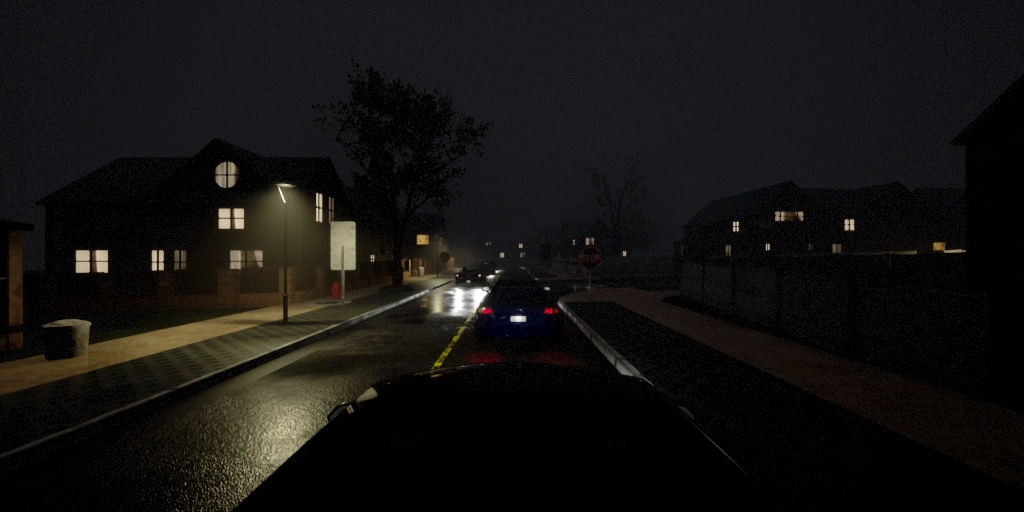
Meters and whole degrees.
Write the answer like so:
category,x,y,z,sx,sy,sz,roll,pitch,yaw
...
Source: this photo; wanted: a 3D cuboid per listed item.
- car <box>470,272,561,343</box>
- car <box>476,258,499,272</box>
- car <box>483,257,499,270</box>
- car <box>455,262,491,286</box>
category,x,y,z,sx,sy,sz,roll,pitch,yaw
car,0.124,1.311,9.657,1.994,1.385,4.181,0,0,0
car,-2.774,1.271,39.469,2.033,1.411,5.357,0,0,0
car,-2.971,1.066,51.482,2.097,1.767,4.553,0,0,-3
car,-2.794,1.336,25.225,1.895,1.301,4.718,0,0,0
